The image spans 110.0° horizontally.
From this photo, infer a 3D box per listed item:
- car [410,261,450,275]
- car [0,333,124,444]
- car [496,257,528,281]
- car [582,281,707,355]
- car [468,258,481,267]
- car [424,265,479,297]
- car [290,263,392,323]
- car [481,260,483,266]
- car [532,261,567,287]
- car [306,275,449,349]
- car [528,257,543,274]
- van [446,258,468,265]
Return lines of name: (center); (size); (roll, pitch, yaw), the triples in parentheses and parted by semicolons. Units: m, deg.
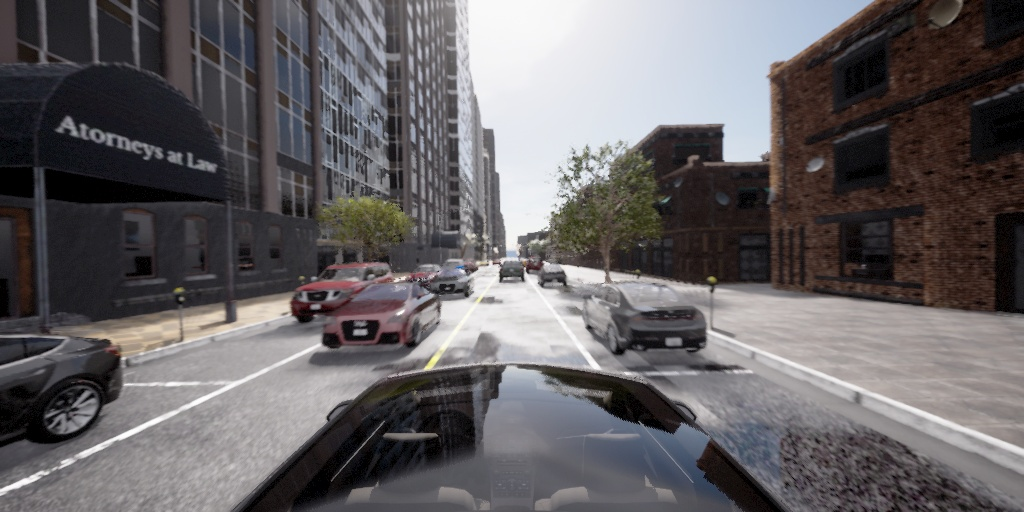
car: (-5.740, 1.330, 24.235); (1.967, 1.591, 4.097); (0, 0, 0)
car: (-5.826, 1.435, 2.824); (1.948, 1.339, 4.313); (0, 0, 0)
car: (-0.009, 1.130, 30.474); (2.097, 1.767, 4.553); (-1, 0, 0)
car: (2.804, 1.247, 8.364); (2.007, 1.370, 4.403); (0, 0, 0)
car: (-5.762, 1.228, 47.102); (2.192, 1.841, 5.009); (0, 0, 0)
car: (-3.132, 1.395, 19.399); (1.994, 1.385, 4.181); (-1, 0, 0)
car: (-5.814, 1.195, 13.166); (2.192, 1.841, 5.009); (0, 0, 0)
car: (-5.770, 1.445, 52.468); (1.751, 1.417, 4.829); (0, 0, 0)
car: (2.663, 1.267, 24.231); (2.007, 1.370, 4.403); (0, 0, 0)
car: (-3.123, 1.384, 9.390); (1.994, 1.385, 4.181); (-1, 0, 0)
car: (2.625, 1.049, 41.571); (2.192, 1.841, 5.009); (0, 0, 0)
van: (-5.746, 1.243, 36.033); (1.690, 1.789, 3.998); (0, 0, 0)
